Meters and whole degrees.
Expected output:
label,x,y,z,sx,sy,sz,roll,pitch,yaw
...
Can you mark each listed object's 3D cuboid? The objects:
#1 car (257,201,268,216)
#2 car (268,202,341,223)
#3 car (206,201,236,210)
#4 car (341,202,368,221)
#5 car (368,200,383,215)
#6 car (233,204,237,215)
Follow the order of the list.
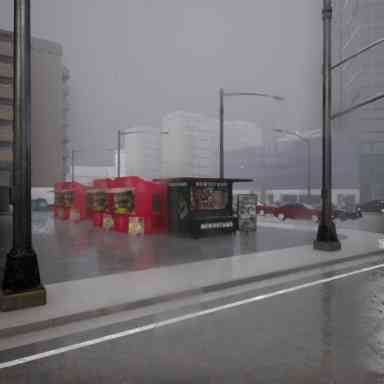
label,x,y,z,sx,sy,sz,roll,pitch,yaw
car,6.910,1.687,35.657,1.882,1.535,5.008,0,-1,-36
car,8.956,1.587,26.835,1.882,1.535,5.008,0,-1,-38
car,4.432,2.015,51.355,1.895,1.301,4.718,0,-1,-36
car,12.183,1.670,28.378,1.994,1.385,4.181,0,-1,-35
car,19.821,1.634,36.066,1.837,1.490,4.892,0,-1,-36
car,3.506,1.749,34.394,1.812,1.442,4.674,0,-1,-36
